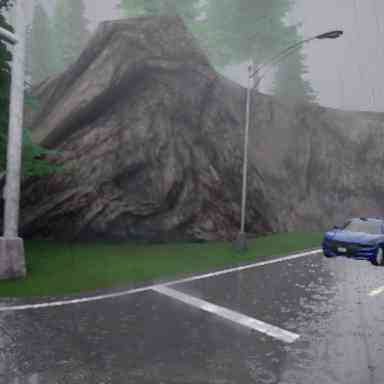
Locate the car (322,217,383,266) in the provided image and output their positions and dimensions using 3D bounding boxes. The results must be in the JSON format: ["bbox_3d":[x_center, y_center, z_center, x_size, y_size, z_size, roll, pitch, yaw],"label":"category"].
[{"bbox_3d":[6.900,1.776,13.098,5.008,1.535,1.882,3,0,-45],"label":"car"}]
